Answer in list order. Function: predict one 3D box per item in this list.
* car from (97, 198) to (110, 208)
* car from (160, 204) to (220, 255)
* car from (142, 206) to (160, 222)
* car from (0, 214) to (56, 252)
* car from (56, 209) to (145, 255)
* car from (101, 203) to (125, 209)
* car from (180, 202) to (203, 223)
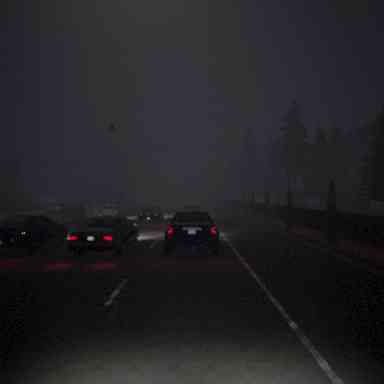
[{"bbox_3d":[-16.272,1.927,61.455,2.097,1.767,4.553,0,-1,-11],"label":"car"},{"bbox_3d":[-0.002,1.483,14.083,2.097,1.767,4.553,0,-1,0],"label":"car"},{"bbox_3d":[-3.509,1.873,29.102,1.895,1.301,4.718,0,0,0],"label":"car"},{"bbox_3d":[-7.000,1.661,14.383,1.812,1.442,4.674,0,0,0],"label":"car"},{"bbox_3d":[-3.504,1.679,13.986,2.033,1.411,5.357,0,-1,0],"label":"car"},{"bbox_3d":[-7.005,1.801,29.373,1.812,1.442,4.674,0,0,0],"label":"car"},{"bbox_3d":[-0.005,1.754,29.458,1.882,1.535,5.008,0,0,0],"label":"car"}]
